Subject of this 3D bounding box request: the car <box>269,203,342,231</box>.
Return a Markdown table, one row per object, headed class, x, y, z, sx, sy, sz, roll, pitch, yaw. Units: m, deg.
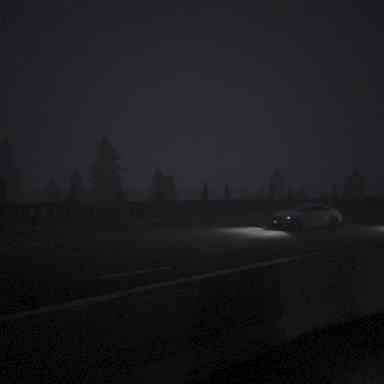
| class | x | y | z | sx | sy | sz | roll | pitch | yaw |
| --- | --- | --- | --- | --- | --- | --- | --- | --- | --- |
| car | 6.760 | 1.390 | 19.628 | 4.674 | 1.442 | 1.812 | 0 | 0 | -25 |
